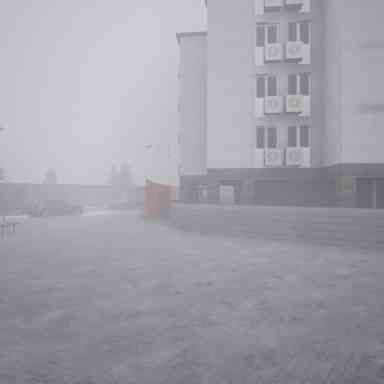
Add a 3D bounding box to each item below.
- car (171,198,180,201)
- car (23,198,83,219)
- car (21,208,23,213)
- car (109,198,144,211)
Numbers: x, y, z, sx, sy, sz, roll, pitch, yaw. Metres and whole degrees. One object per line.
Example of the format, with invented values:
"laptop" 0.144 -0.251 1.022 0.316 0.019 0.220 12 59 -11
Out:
"car" -1.978 1.547 50.318 2.033 1.411 5.357 0 0 36
"car" -11.898 1.352 29.288 2.097 1.767 4.553 0 0 36
"car" -14.135 1.547 33.379 2.033 1.411 5.357 0 0 36
"car" -8.161 1.478 41.713 1.882 1.535 5.008 0 0 35
